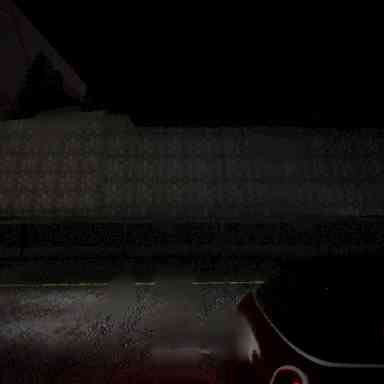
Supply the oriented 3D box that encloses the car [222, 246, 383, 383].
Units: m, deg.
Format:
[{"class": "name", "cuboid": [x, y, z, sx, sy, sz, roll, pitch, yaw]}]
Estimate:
[{"class": "car", "cuboid": [2.608, 1.353, 2.944, 4.553, 1.767, 2.097, 0, 0, -2]}]
